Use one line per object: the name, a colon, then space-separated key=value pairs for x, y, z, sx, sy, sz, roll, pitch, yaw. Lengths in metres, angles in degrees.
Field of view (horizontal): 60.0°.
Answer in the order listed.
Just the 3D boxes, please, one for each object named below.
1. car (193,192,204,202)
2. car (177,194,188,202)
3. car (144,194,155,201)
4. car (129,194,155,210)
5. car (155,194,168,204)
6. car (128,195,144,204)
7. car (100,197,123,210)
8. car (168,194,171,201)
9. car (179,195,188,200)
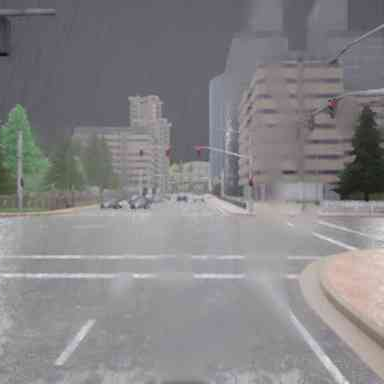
car: x=1.368 y=0.951 z=68.753 sx=2.150 sy=2.045 sz=5.566 roll=0 pitch=0 yaw=1
car: x=-2.128 y=1.202 z=69.122 sx=1.882 sy=1.535 sz=5.008 roll=0 pitch=0 yaw=1
car: x=-9.097 y=1.231 z=71.279 sx=1.812 sy=1.442 sz=4.674 roll=0 pitch=0 yaw=1
car: x=-6.144 y=1.332 z=39.949 sx=2.128 sy=1.511 sz=4.902 roll=0 pitch=0 yaw=1
car: x=-5.851 y=1.264 z=57.314 sx=2.128 sy=1.511 sz=4.902 roll=0 pitch=0 yaw=1
car: x=-9.370 y=1.301 z=56.387 sx=1.812 sy=1.442 sz=4.674 roll=0 pitch=0 yaw=1
car: x=-9.644 y=1.331 z=40.000 sx=2.128 sy=1.511 sz=4.902 roll=0 pitch=0 yaw=1
car: x=-5.573 y=1.236 z=72.861 sx=2.033 sy=1.411 sz=5.357 roll=0 pitch=0 yaw=1
car: x=-1.990 y=1.284 z=78.521 sx=1.895 sy=1.301 sz=4.718 roll=0 pitch=0 yaw=1
